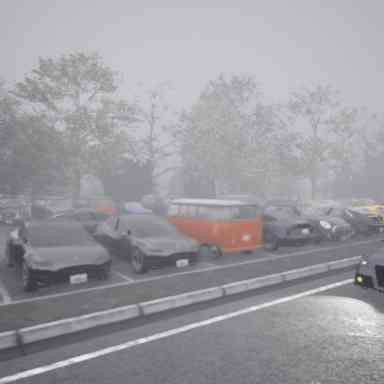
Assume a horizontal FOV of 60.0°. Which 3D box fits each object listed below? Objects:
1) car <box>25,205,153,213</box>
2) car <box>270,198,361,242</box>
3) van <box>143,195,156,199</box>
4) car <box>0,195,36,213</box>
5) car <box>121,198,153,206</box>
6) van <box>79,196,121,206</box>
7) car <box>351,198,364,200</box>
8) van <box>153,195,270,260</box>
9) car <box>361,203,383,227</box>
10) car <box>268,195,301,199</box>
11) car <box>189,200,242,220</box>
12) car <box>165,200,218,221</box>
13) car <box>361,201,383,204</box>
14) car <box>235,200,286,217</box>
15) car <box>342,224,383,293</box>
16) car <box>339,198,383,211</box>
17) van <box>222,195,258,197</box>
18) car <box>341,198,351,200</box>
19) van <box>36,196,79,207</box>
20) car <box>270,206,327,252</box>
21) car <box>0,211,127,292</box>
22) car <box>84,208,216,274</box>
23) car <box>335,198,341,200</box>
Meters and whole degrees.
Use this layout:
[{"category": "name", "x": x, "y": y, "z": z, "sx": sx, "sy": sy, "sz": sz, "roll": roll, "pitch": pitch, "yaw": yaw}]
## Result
[{"category": "car", "x": -4.335, "y": 1.514, "z": 14.524, "sx": 4.892, "sy": 1.490, "sz": 1.837, "roll": 0, "pitch": 0, "yaw": -35}, {"category": "car", "x": 5.115, "y": 1.353, "z": 15.825, "sx": 2.185, "sy": 1.767, "sz": 4.553, "roll": 0, "pitch": 0, "yaw": -35}, {"category": "van", "x": -2.311, "y": 1.251, "z": 26.422, "sx": 1.878, "sy": 1.987, "sz": 4.442, "roll": 0, "pitch": 0, "yaw": -36}, {"category": "car", "x": -11.406, "y": 1.241, "z": 20.066, "sx": 2.435, "sy": 2.045, "sz": 5.566, "roll": 0, "pitch": 0, "yaw": -35}, {"category": "car", "x": -4.648, "y": 1.478, "z": 24.903, "sx": 2.097, "sy": 1.535, "sz": 5.008, "roll": 0, "pitch": 0, "yaw": -35}, {"category": "van", "x": -6.972, "y": 1.257, "z": 23.390, "sx": 1.878, "sy": 1.987, "sz": 4.442, "roll": 0, "pitch": 0, "yaw": -35}, {"category": "car", "x": 17.953, "y": 1.642, "z": 40.902, "sx": 2.163, "sy": 1.488, "sz": 4.792, "roll": 0, "pitch": 0, "yaw": -35}, {"category": "van", "x": 0.539, "y": 1.259, "z": 12.682, "sx": 1.878, "sy": 1.987, "sz": 4.442, "roll": 0, "pitch": 0, "yaw": -35}, {"category": "car", "x": 7.403, "y": 1.481, "z": 17.403, "sx": 2.231, "sy": 1.521, "sz": 4.892, "roll": 0, "pitch": 0, "yaw": -35}, {"category": "car", "x": 8.886, "y": 1.284, "z": 34.537, "sx": 2.435, "sy": 2.045, "sz": 5.566, "roll": 0, "pitch": 0, "yaw": -35}, {"category": "car", "x": 2.006, "y": 1.514, "z": 29.655, "sx": 2.163, "sy": 1.488, "sz": 4.792, "roll": 0, "pitch": 0, "yaw": -35}, {"category": "car", "x": -0.146, "y": 1.507, "z": 28.127, "sx": 2.163, "sy": 1.488, "sz": 4.792, "roll": 0, "pitch": 0, "yaw": -35}, {"category": "car", "x": 9.549, "y": 1.484, "z": 19.161, "sx": 1.946, "sy": 1.575, "sz": 5.366, "roll": 0, "pitch": 0, "yaw": -35}, {"category": "car", "x": 6.659, "y": 1.546, "z": 32.887, "sx": 2.163, "sy": 1.488, "sz": 4.792, "roll": 0, "pitch": 0, "yaw": -35}, {"category": "car", "x": 5.617, "y": 1.561, "z": 7.700, "sx": 4.181, "sy": 1.385, "sz": 1.994, "roll": 0, "pitch": 0, "yaw": -36}, {"category": "car", "x": 22.356, "y": 1.650, "z": 44.057, "sx": 2.097, "sy": 1.535, "sz": 5.008, "roll": 0, "pitch": 0, "yaw": -35}, {"category": "van", "x": 4.216, "y": 1.272, "z": 31.331, "sx": 1.878, "sy": 1.987, "sz": 4.442, "roll": 0, "pitch": 0, "yaw": -35}, {"category": "car", "x": 15.678, "y": 1.634, "z": 39.320, "sx": 2.002, "sy": 1.452, "sz": 4.674, "roll": 0, "pitch": 0, "yaw": -35}, {"category": "van", "x": -9.096, "y": 1.262, "z": 21.596, "sx": 1.878, "sy": 1.987, "sz": 4.442, "roll": 0, "pitch": 0, "yaw": -35}, {"category": "car", "x": 2.854, "y": 1.510, "z": 14.218, "sx": 2.163, "sy": 1.488, "sz": 4.792, "roll": 0, "pitch": 0, "yaw": -35}, {"category": "car", "x": -3.904, "y": 1.524, "z": 9.349, "sx": 2.163, "sy": 1.488, "sz": 4.792, "roll": 0, "pitch": 0, "yaw": -35}, {"category": "car", "x": -1.640, "y": 1.519, "z": 10.956, "sx": 2.163, "sy": 1.488, "sz": 4.792, "roll": 0, "pitch": 0, "yaw": -35}, {"category": "car", "x": 13.525, "y": 1.571, "z": 37.568, "sx": 1.946, "sy": 1.575, "sz": 5.366, "roll": 0, "pitch": 0, "yaw": -35}]
